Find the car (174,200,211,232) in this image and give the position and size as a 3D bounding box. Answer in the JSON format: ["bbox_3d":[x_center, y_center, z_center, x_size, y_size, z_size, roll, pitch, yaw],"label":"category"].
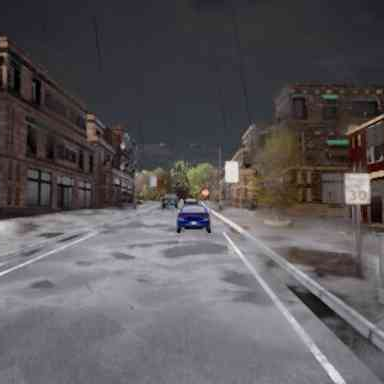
[{"bbox_3d":[0.084,1.493,20.105,1.882,1.535,5.008,0,0,0],"label":"car"}]

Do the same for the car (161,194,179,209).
[{"bbox_3d":[-3.087,1.242,47.513,2.150,2.045,5.566,0,0,-1],"label":"car"}]

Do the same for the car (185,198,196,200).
[{"bbox_3d":[-0.155,1.510,41.282,1.882,1.535,5.008,0,0,-1],"label":"car"}]
